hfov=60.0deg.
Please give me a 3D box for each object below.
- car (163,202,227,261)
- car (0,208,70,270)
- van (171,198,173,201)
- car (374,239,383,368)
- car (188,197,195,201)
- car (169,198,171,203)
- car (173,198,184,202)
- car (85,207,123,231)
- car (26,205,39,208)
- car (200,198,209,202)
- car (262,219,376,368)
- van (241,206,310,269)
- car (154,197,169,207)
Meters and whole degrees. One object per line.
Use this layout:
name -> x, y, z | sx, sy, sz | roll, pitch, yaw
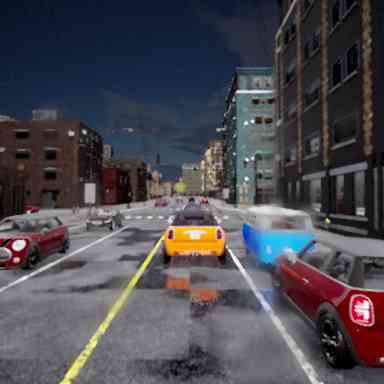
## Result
car -> 0.097, 1.447, 12.774 | 2.097, 1.767, 4.553 | 0, 0, 0
car -> -5.677, 1.524, 11.210 | 1.967, 1.590, 4.097 | 1, 0, 0
van -> -5.686, 1.860, 71.348 | 1.690, 1.788, 3.998 | 1, 0, 0
car -> 2.707, 1.319, 0.391 | 2.192, 1.841, 5.009 | 1, 0, 0
car -> -0.017, 2.128, 87.649 | 1.837, 1.490, 4.892 | 0, 0, 0
car -> -5.689, 2.022, 65.659 | 1.887, 1.381, 4.507 | 1, 0, 0
car -> -3.016, 2.121, 82.044 | 2.128, 1.511, 4.902 | 0, 0, 0
car -> -5.682, 1.713, 22.023 | 2.008, 1.369, 4.403 | 1, 0, 0
car -> -19.308, 1.887, 37.274 | 4.507, 1.381, 1.887 | 0, -1, 1
car -> 2.692, 1.958, 71.410 | 1.967, 1.590, 4.097 | 1, 0, 0
car -> 2.704, 1.483, 5.797 | 1.967, 1.590, 4.097 | 1, 0, 0
van -> 2.705, 1.424, 11.205 | 1.690, 1.788, 3.998 | 1, 0, 0
car -> -5.765, 1.981, 59.978 | 1.887, 1.381, 4.507 | 1, 0, 0
